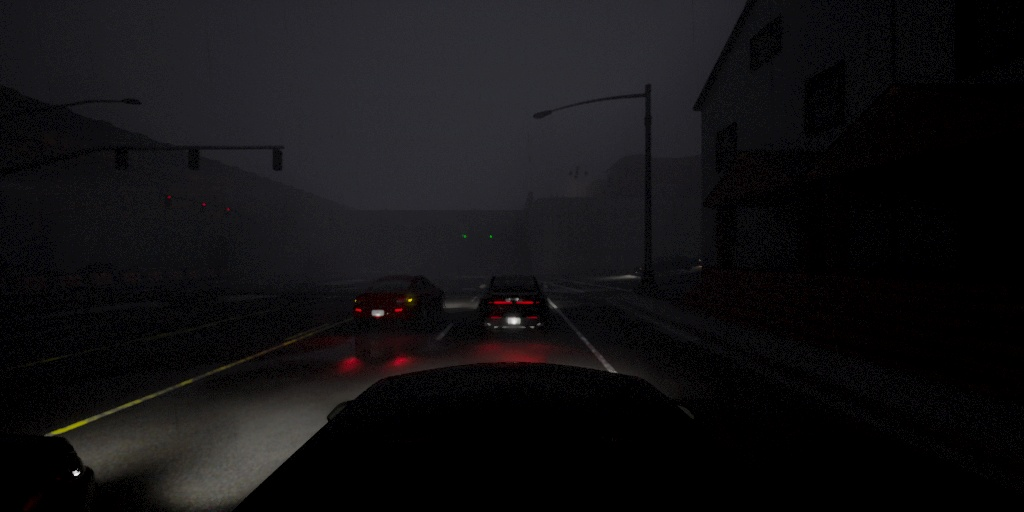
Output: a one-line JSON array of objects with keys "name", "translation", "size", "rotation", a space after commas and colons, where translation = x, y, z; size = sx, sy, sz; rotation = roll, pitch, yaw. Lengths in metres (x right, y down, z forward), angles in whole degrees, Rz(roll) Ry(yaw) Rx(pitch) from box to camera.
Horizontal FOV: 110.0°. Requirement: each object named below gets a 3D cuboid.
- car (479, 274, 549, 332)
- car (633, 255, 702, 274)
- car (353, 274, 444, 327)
[{"name": "car", "translation": [0.051, 1.276, 10.920], "size": [1.837, 1.490, 4.892], "rotation": [0, 0, 0]}, {"name": "car", "translation": [13.053, 0.663, 30.205], "size": [5.357, 1.411, 2.033], "rotation": [-7, 0, -1]}, {"name": "car", "translation": [-3.445, 1.296, 11.528], "size": [1.812, 1.442, 4.674], "rotation": [0, 0, 0]}]
